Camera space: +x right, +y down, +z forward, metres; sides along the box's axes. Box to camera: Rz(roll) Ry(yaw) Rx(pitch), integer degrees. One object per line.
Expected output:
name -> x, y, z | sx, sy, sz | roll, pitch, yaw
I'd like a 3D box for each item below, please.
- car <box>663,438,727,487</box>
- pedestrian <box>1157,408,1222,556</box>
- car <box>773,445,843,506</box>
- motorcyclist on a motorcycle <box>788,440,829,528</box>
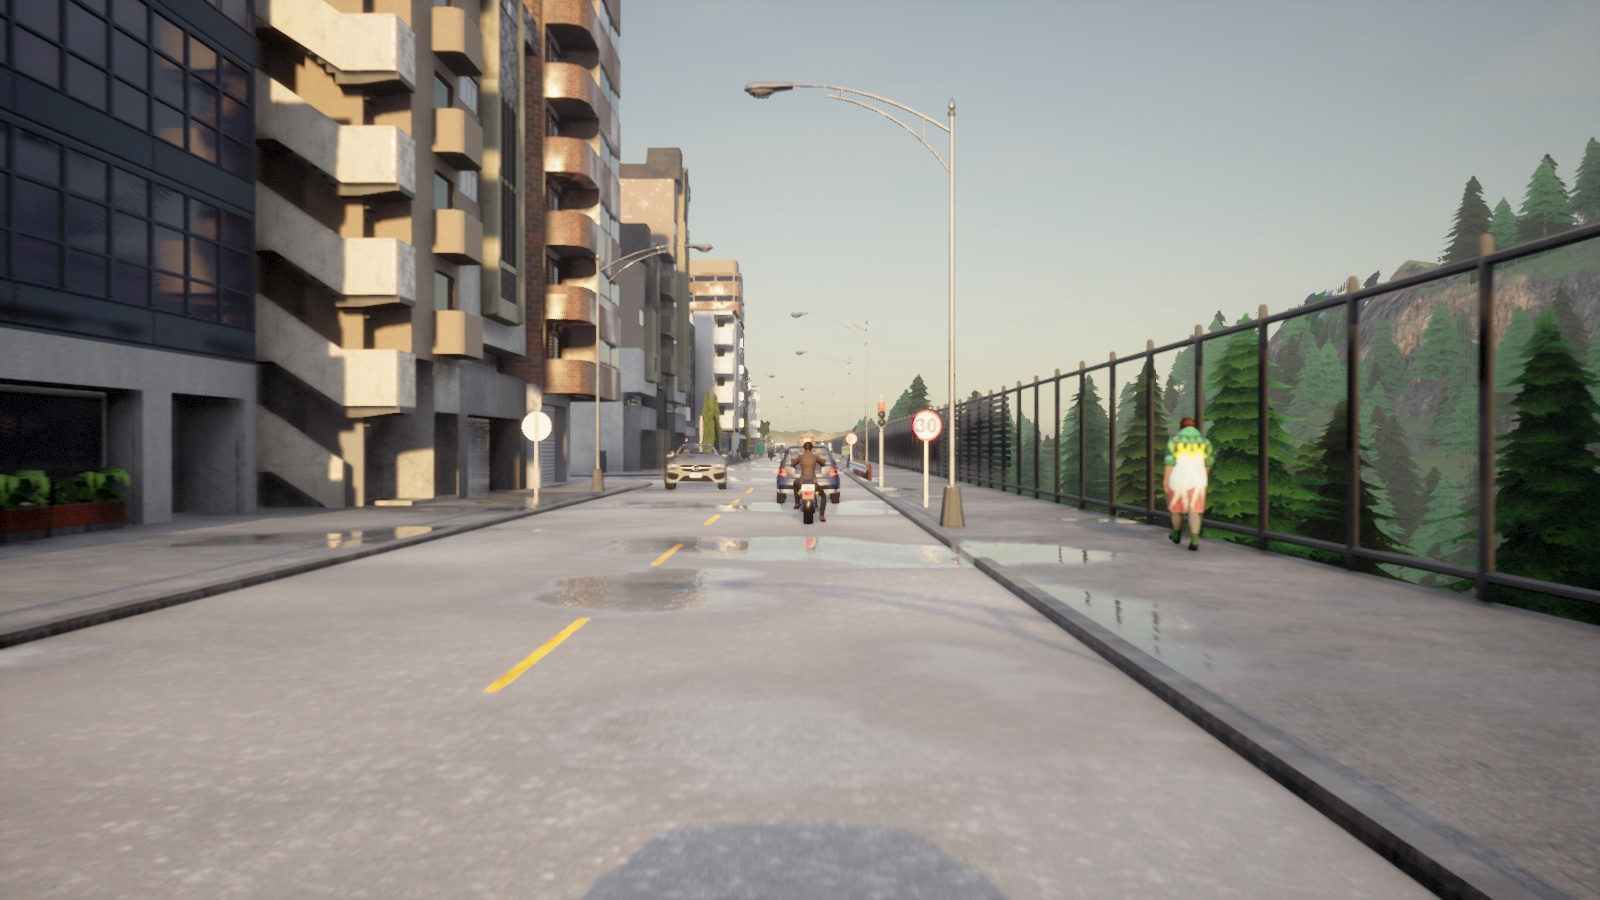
car -> -3.714, 0.406, 45.021 | 2.152, 1.651, 5.027 | 0, 0, -4
pedestrian -> 5.255, 0.417, 16.980 | 0.659, 1.952, 0.873 | 0, 0, 4
car -> 0.216, 0.639, 33.778 | 1.789, 1.549, 3.705 | 0, 0, 0
motorcyclist on a motorcycle -> 0.162, 0.634, 24.757 | 0.766, 1.649, 2.350 | 0, 0, 0
